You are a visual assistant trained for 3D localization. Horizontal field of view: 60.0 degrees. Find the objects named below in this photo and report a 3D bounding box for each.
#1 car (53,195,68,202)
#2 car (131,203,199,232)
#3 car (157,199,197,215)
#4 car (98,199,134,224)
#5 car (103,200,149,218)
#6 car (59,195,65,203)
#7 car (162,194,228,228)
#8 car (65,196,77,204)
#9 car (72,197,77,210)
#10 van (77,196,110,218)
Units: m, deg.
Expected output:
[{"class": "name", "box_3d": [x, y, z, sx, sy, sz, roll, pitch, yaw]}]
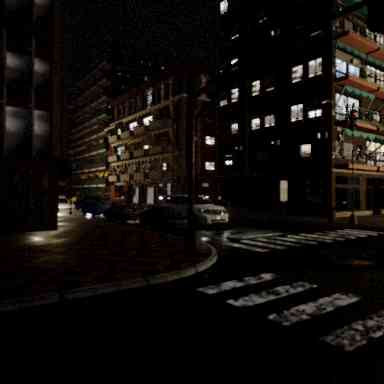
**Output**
[{"class": "car", "box_3d": [-27.961, 1.367, 70.695, 1.967, 1.590, 4.097, 0, 0, -36]}, {"class": "car", "box_3d": [-1.716, 1.529, 19.813, 1.802, 1.307, 4.206, 0, 0, -36]}, {"class": "car", "box_3d": [-1.620, 1.494, 34.039, 1.752, 1.417, 4.829, 0, 0, -36]}, {"class": "car", "box_3d": [-4.920, 1.462, 24.273, 1.752, 1.417, 4.829, 0, 0, -36]}, {"class": "car", "box_3d": [-6.115, 1.488, 30.371, 2.033, 1.411, 5.357, 0, 0, -36]}, {"class": "car", "box_3d": [-24.408, 1.462, 61.291, 2.033, 1.411, 5.357, 0, 0, -35]}, {"class": "car", "box_3d": [-0.041, 1.181, 21.917, 2.150, 2.045, 5.566, 0, 0, -36]}, {"class": "car", "box_3d": [-21.450, 1.454, 61.635, 1.752, 1.417, 4.829, 0, 0, -36]}, {"class": "car", "box_3d": [-12.055, 1.529, 38.662, 1.895, 1.301, 4.718, 0, 0, -36]}, {"class": "van", "box_3d": [-8.324, 1.269, 29.012, 1.690, 1.788, 3.998, 0, 0, -36]}]
